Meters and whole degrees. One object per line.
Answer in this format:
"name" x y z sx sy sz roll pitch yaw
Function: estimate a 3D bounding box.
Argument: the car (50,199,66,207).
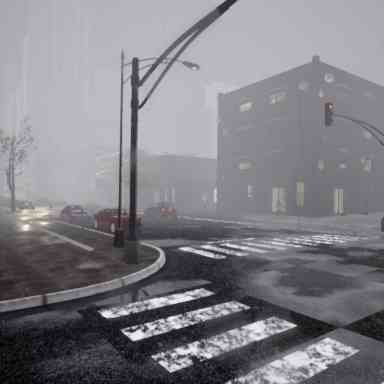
"car" -26.244 2.113 66.114 1.967 1.590 4.097 1 -1 -35

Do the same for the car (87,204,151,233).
"car" -4.517 1.615 20.035 1.887 1.381 4.507 1 -1 -35

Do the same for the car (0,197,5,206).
"car" -36.283 2.130 65.867 1.947 1.339 4.313 1 -1 -35

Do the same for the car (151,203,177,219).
"car" -3.202 1.760 33.262 1.967 1.590 4.097 1 -1 -35

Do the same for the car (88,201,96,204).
"car" -15.857 2.037 51.323 1.752 1.417 4.829 1 -1 -35

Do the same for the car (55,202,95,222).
"car" -9.663 1.729 27.421 1.802 1.307 4.206 1 -1 -35

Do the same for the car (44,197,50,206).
"car" -29.406 2.305 70.653 1.802 1.307 4.206 1 -1 -35

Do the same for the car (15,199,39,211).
"car" -23.761 1.890 47.784 1.752 1.417 4.829 1 -1 -35

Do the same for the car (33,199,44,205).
"car" -38.990 2.402 84.414 1.752 1.417 4.829 1 -1 -35

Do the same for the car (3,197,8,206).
"car" -33.120 2.080 61.327 1.947 1.339 4.313 1 -1 -35

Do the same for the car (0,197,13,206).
"car" -39.444 1.929 70.410 2.192 1.841 5.009 1 -1 -35

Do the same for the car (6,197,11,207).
"car" -30.139 2.011 57.034 1.887 1.381 4.507 1 -1 -35

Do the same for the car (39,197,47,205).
"car" -35.729 2.139 79.736 2.192 1.841 5.009 1 -1 -35
